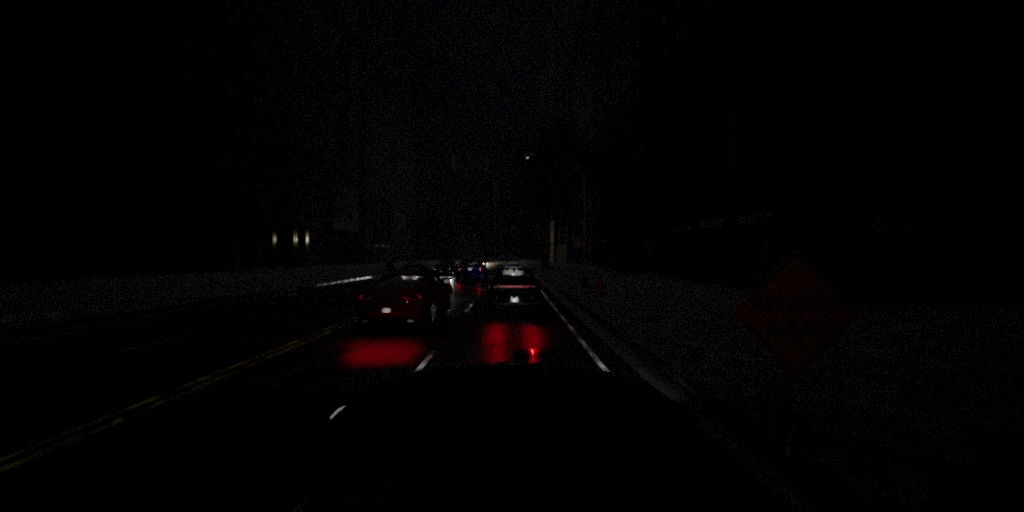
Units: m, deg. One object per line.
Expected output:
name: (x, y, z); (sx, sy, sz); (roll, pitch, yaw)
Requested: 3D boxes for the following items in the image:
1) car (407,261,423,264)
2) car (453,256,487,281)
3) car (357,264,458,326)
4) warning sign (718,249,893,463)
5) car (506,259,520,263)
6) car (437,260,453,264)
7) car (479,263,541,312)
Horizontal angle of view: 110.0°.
car: (-9.863, 1.237, 36.170); (1.994, 1.385, 4.181); (0, 0, 0)
car: (-3.171, 1.040, 29.055); (2.097, 1.767, 4.553); (0, 0, 0)
car: (-3.168, 1.204, 11.534); (1.882, 1.535, 5.008); (0, 0, 0)
warning sign: (2.848, 0.861, 3.639); (1.300, 1.860, 1.060); (0, 0, 0)
car: (0.081, 1.211, 30.364); (1.812, 1.442, 4.674); (0, 0, 0)
car: (-6.614, 1.179, 35.928); (1.837, 1.490, 4.892); (0, 0, 0)
car: (0.087, 1.212, 14.035); (2.128, 1.511, 4.902); (0, 0, 0)
